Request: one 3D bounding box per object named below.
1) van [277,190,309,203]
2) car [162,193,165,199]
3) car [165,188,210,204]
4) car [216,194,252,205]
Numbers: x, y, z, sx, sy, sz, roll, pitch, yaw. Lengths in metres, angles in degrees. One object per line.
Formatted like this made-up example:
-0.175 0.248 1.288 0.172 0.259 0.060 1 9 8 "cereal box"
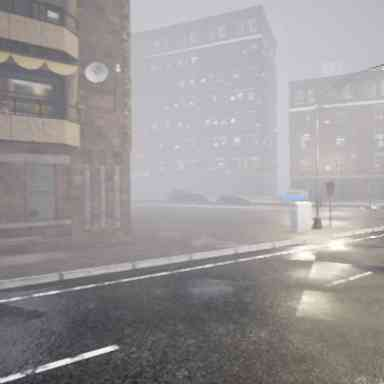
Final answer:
13.464 0.615 44.045 3.998 1.788 1.690 1 0 23 "van"
-2.054 0.365 50.726 5.009 1.841 2.192 1 0 23 "car"
-0.290 0.557 40.844 5.009 1.841 2.192 1 0 23 "car"
4.879 0.899 38.616 4.206 1.307 1.802 1 0 23 "car"
